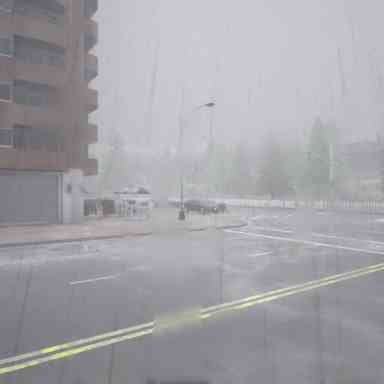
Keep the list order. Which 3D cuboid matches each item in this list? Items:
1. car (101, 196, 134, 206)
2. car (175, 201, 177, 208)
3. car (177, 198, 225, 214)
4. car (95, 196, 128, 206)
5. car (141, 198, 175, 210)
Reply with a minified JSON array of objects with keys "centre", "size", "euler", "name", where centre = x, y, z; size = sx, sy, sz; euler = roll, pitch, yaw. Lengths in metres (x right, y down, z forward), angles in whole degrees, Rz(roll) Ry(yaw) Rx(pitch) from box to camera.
[{"centre":[-12.001,1.437,53.587],"size":[4.902,1.511,2.128],"euler":[0,0,28],"name":"car"},{"centre":[-3.593,1.545,46.244],"size":[1.895,1.301,4.718],"euler":[0,0,-40],"name":"car"},{"centre":[0.867,1.449,34.312],"size":[1.837,1.490,4.892],"euler":[0,0,-35],"name":"car"},{"centre":[-12.324,1.436,49.729],"size":[4.902,1.511,2.128],"euler":[0,0,33],"name":"car"},{"centre":[-4.506,1.545,41.831],"size":[1.895,1.301,4.718],"euler":[0,0,-37],"name":"car"}]
